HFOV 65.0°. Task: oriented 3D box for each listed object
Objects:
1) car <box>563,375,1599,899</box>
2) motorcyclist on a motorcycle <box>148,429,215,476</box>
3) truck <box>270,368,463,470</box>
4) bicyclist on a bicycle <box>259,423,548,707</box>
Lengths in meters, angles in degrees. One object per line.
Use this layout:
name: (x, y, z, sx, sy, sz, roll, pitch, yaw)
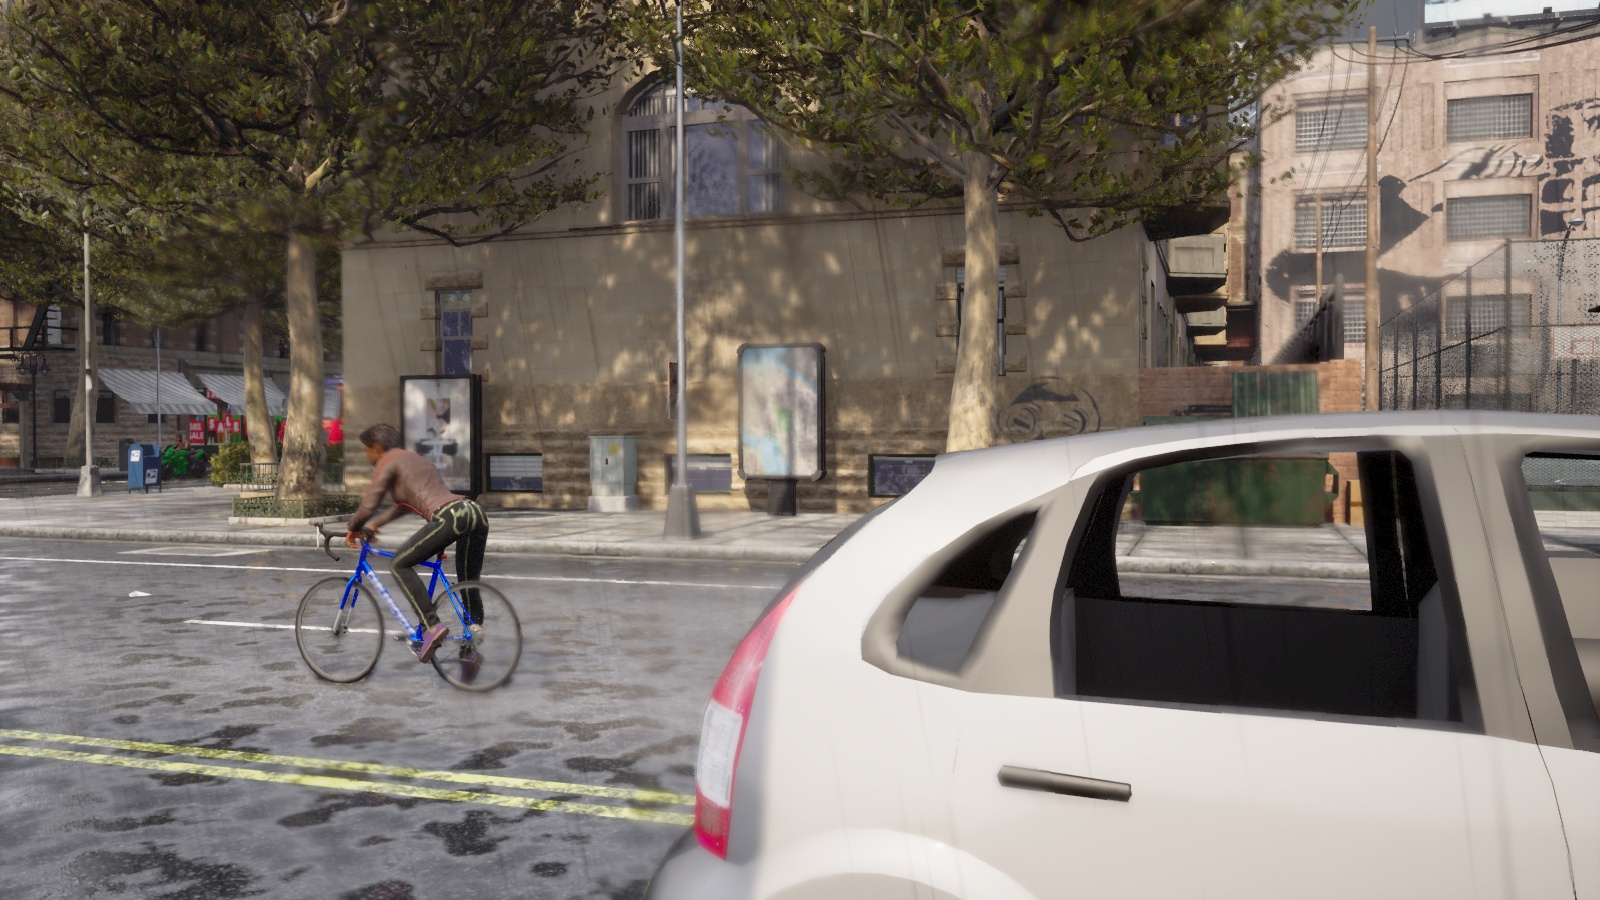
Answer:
car: (1.739, 0.690, 2.607, 3.988, 1.617, 1.851, 1, 1, 19)
motorcyclist on a motorcycle: (-20.733, 0.056, 42.158, 0.797, 1.523, 2.044, 1, 1, 19)
truck: (-17.521, -1.230, 51.577, 2.891, 3.827, 8.468, 1, 1, 19)
bicyclist on a bicycle: (-2.426, 0.647, 7.694, 1.656, 1.620, 0.582, 0, 1, 19)
